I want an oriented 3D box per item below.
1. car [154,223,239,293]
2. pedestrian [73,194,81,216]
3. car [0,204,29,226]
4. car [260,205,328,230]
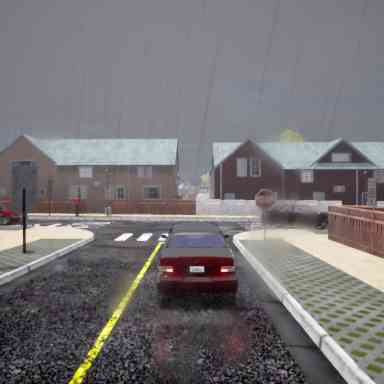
[{"bbox_3d":[0.094,1.547,8.970,2.033,1.411,5.357,0,0,0],"label":"car"},{"bbox_3d":[-9.378,1.053,27.144,0.375,1.860,0.375,0,0,1],"label":"pedestrian"},{"bbox_3d":[-12.916,1.411,21.294,4.674,1.442,1.812,1,0,4],"label":"car"},{"bbox_3d":[6.776,1.571,20.928,4.902,1.511,2.128,1,0,1],"label":"car"}]
